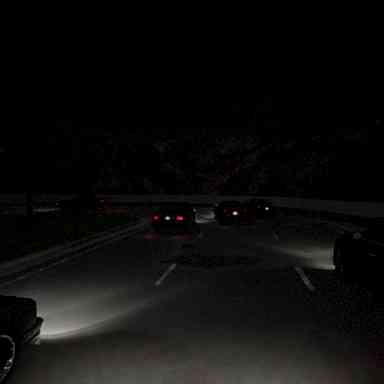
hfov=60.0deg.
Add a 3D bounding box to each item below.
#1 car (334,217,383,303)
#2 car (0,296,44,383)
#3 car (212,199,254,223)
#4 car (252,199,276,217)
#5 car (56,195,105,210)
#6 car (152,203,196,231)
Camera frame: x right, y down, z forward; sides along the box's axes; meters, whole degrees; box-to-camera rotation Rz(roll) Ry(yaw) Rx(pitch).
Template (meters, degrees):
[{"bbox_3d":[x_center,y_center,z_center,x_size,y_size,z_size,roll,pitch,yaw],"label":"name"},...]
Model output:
[{"bbox_3d":[4.521,1.268,6.785,2.097,1.767,4.553,0,1,8],"label":"car"},{"bbox_3d":[-3.184,1.523,2.116,2.033,1.411,5.357,0,1,6],"label":"car"},{"bbox_3d":[2.595,1.292,22.900,1.994,1.385,4.181,0,1,-3],"label":"car"},{"bbox_3d":[5.061,1.239,27.356,1.994,1.385,4.181,0,1,-19],"label":"car"},{"bbox_3d":[-11.480,1.105,34.320,4.892,1.490,1.837,0,-1,-3],"label":"car"},{"bbox_3d":[-0.906,1.323,18.983,2.033,1.411,5.357,0,1,7],"label":"car"}]
